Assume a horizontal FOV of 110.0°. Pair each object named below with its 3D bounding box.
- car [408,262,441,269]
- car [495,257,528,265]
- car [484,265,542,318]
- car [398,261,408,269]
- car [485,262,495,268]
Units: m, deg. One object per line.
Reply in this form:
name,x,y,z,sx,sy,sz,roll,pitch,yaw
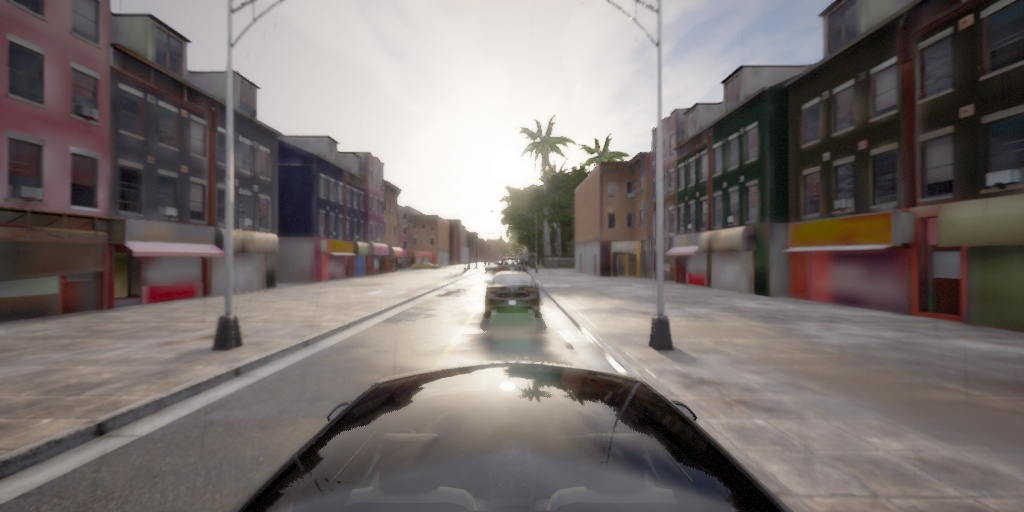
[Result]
car,-14.402,1.627,60.263,4.829,1.417,1.751,0,0,0
car,0.049,1.108,28.280,2.150,2.045,5.566,0,0,1
car,0.043,1.286,13.421,1.882,1.535,5.008,0,0,1
car,-20.023,1.431,60.260,5.009,1.841,2.192,0,0,0
car,-2.741,1.559,50.361,2.033,1.411,5.357,0,0,1
